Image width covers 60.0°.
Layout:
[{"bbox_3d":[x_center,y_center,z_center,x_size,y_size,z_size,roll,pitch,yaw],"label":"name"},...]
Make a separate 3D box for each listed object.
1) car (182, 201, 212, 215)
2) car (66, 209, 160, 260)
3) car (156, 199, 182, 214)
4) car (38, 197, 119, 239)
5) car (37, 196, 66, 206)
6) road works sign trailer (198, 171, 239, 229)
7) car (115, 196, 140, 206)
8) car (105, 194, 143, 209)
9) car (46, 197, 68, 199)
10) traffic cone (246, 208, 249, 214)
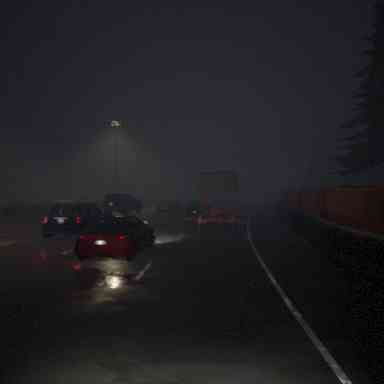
[{"bbox_3d":[0.769,1.586,33.340,1.895,1.301,4.718,0,0,13],"label":"car"},{"bbox_3d":[-2.682,1.554,12.406,1.994,1.385,4.181,0,0,5],"label":"car"},{"bbox_3d":[-2.305,1.458,35.375,1.882,1.535,5.008,0,0,14],"label":"car"},{"bbox_3d":[-5.676,1.336,17.156,2.097,1.767,4.553,0,0,7],"label":"car"},{"bbox_3d":[-22.649,1.467,53.801,1.812,1.442,4.674,0,0,19],"label":"car"},{"bbox_3d":[1.711,0.457,21.514,2.380,3.560,2.880,0,0,11],"label":"road works sign trailer"},{"bbox_3d":[-10.791,1.484,55.894,1.812,1.442,4.674,0,0,21],"label":"car"},{"bbox_3d":[-6.654,1.197,32.281,2.150,2.045,5.566,0,0,12],"label":"car"},{"bbox_3d":[-19.920,1.473,50.857,1.812,1.442,4.674,0,0,18],"label":"car"},{"bbox_3d":[5.690,1.948,33.983,0.340,0.580,0.340,0,0,11],"label":"traffic cone"}]
